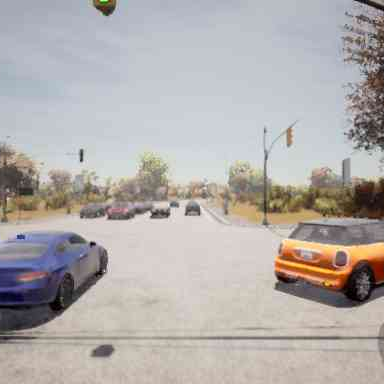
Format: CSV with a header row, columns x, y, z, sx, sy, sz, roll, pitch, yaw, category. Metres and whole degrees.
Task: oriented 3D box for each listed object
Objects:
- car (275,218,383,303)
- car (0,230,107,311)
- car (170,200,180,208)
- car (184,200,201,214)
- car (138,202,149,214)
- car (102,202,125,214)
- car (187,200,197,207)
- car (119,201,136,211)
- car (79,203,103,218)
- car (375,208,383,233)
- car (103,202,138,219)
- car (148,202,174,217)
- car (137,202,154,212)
x,y,z,sx,sy,sz,roll,pitch,yaw,category
4.320,1.465,8.724,4.553,1.767,2.097,1,0,-35,car
-3.394,1.629,7.883,1.812,1.442,4.674,0,0,0,car
-3.482,2.342,65.230,1.837,1.490,4.892,0,-1,0,car
0.110,2.052,42.566,1.837,1.490,4.892,0,-1,0,car
-7.053,2.149,42.522,1.895,1.301,4.718,0,-1,1,car
-10.520,2.140,44.680,1.994,1.385,4.181,0,-1,2,car
0.045,2.494,73.275,1.994,1.385,4.181,0,-1,0,car
-10.489,2.265,54.426,1.994,1.385,4.181,0,-1,0,car
-10.579,1.967,35.800,1.837,1.490,4.892,0,-1,0,car
14.090,1.764,20.243,4.892,1.490,1.837,0,-1,3,car
-7.063,1.785,33.537,2.097,1.767,4.553,0,-1,-1,car
-3.391,2.076,36.901,1.895,1.301,4.718,0,-1,0,car
-7.015,2.217,50.753,1.994,1.385,4.181,0,-1,0,car
